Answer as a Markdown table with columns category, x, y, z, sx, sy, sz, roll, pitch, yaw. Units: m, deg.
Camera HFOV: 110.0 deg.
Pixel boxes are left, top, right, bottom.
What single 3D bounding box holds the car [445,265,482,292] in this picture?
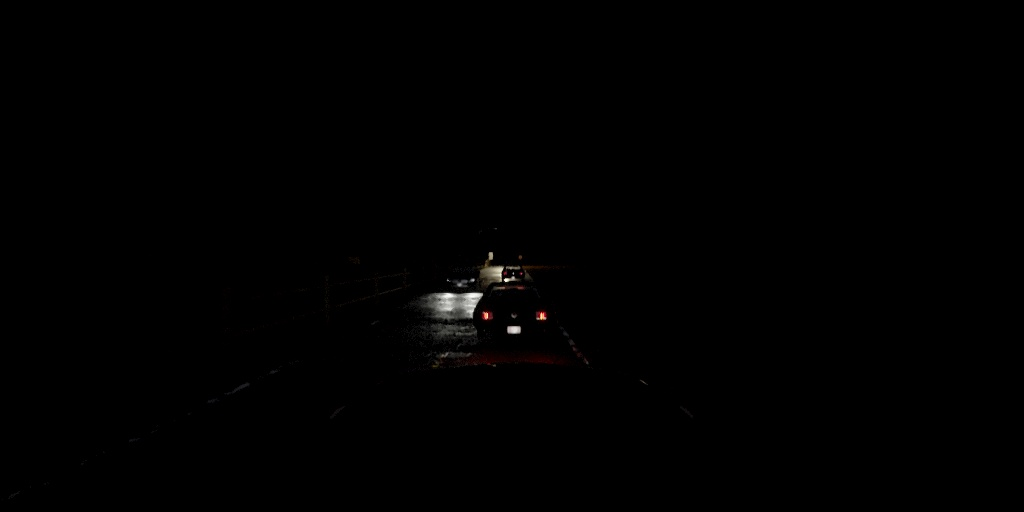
| category | x | y | z | sx | sy | sz | roll | pitch | yaw |
| --- | --- | --- | --- | --- | --- | --- | --- | --- | --- |
| car | -2.848 | 1.310 | 21.826 | 1.812 | 1.442 | 4.674 | 0 | 0 | 0 |

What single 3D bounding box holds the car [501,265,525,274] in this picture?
| category | x | y | z | sx | sy | sz | roll | pitch | yaw |
| --- | --- | --- | --- | --- | --- | --- | --- | --- | --- |
| car | 0.089 | 1.404 | 29.957 | 1.895 | 1.301 | 4.718 | 0 | 0 | 0 |

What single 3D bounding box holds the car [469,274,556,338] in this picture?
| category | x | y | z | sx | sy | sz | roll | pitch | yaw |
| --- | --- | --- | --- | --- | --- | --- | --- | --- | --- |
| car | 0.063 | 1.363 | 10.222 | 1.895 | 1.301 | 4.718 | 0 | 0 | 0 |
